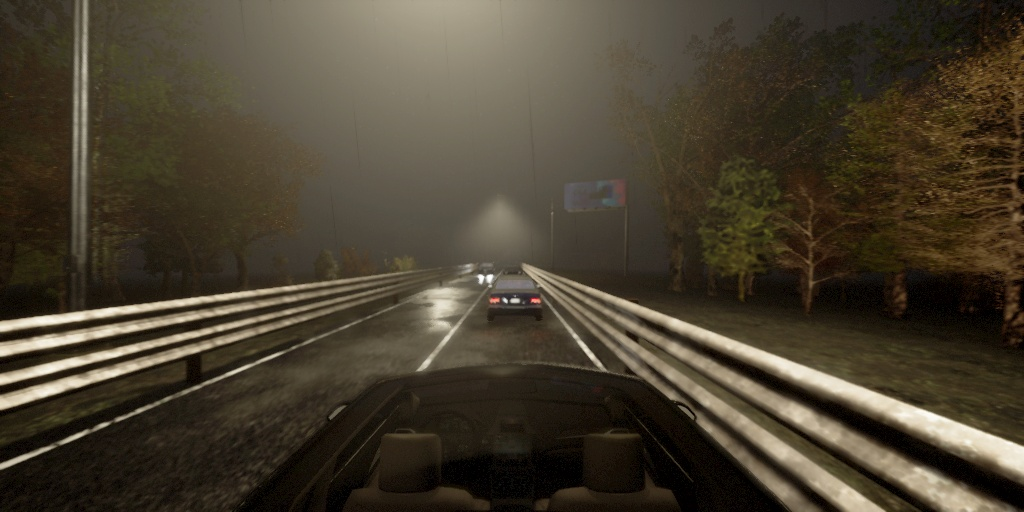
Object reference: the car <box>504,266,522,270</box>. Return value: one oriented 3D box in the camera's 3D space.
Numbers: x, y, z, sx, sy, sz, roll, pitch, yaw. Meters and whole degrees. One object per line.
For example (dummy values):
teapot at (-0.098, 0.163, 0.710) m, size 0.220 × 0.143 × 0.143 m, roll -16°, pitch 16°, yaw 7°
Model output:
car at (0.084, 1.641, 35.679) m, size 1.895 × 1.301 × 4.718 m, roll 0°, pitch 0°, yaw 0°

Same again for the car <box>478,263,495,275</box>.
car at (-3.295, 1.629, 47.013) m, size 2.128 × 1.511 × 4.902 m, roll 0°, pitch -1°, yaw 0°

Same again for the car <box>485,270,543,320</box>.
car at (0.098, 1.395, 13.114) m, size 2.033 × 1.411 × 5.357 m, roll 0°, pitch 0°, yaw 0°
